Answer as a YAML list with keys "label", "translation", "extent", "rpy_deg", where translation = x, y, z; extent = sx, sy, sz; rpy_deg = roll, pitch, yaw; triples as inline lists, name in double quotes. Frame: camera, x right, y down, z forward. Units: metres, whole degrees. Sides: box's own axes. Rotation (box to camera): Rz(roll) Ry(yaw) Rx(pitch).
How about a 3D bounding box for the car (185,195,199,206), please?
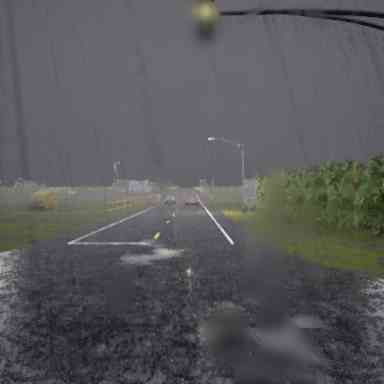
- label: "car"
  translation: [-0.010, 1.367, 50.207]
  extent: [1.994, 1.385, 4.181]
  rpy_deg: [0, 0, 0]

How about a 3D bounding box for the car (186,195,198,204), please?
- label: "car"
  translation: [-0.013, 1.311, 60.257]
  extent: [1.994, 1.385, 4.181]
  rpy_deg: [0, 0, 0]

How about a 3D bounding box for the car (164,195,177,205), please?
- label: "car"
  translation: [-3.511, 1.272, 54.429]
  extent: [1.837, 1.490, 4.892]
  rpy_deg: [0, 0, 0]
